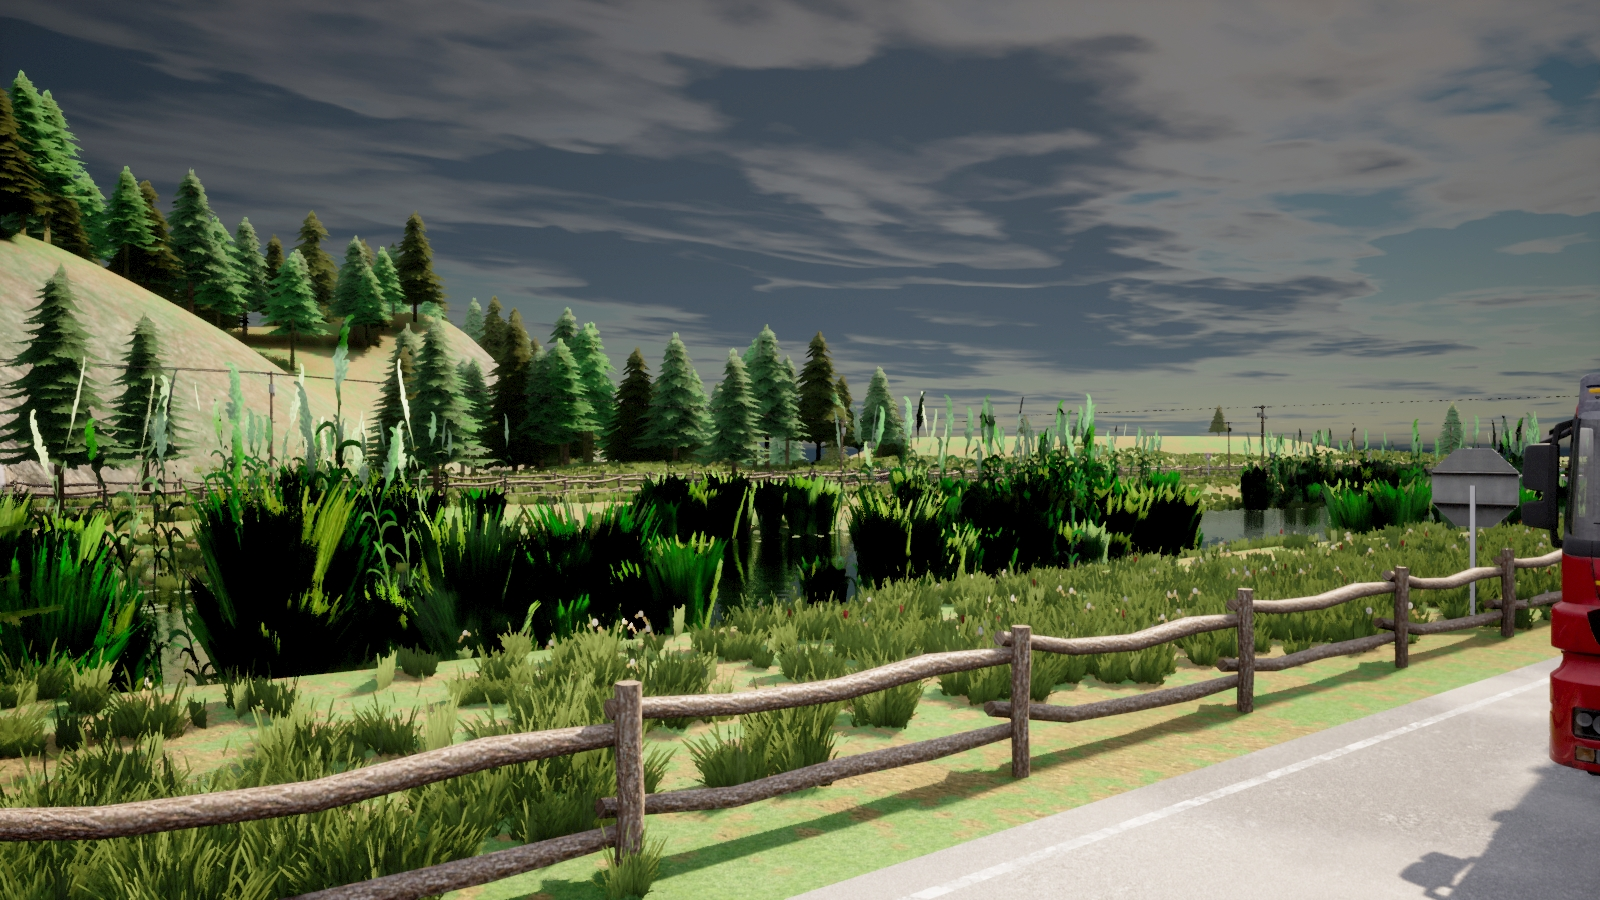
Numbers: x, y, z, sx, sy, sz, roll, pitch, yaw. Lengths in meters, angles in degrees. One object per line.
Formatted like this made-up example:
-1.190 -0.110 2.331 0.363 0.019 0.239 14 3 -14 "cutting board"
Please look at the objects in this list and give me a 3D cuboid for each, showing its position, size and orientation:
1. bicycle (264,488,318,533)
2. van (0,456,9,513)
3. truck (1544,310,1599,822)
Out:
-17.316 2.039 38.864 1.643 1.496 0.373 0 -2 -12 "bicycle"
-37.969 1.534 49.380 1.988 2.561 5.915 0 0 42 "van"
9.605 0.862 10.980 2.891 3.827 8.468 0 0 42 "truck"
